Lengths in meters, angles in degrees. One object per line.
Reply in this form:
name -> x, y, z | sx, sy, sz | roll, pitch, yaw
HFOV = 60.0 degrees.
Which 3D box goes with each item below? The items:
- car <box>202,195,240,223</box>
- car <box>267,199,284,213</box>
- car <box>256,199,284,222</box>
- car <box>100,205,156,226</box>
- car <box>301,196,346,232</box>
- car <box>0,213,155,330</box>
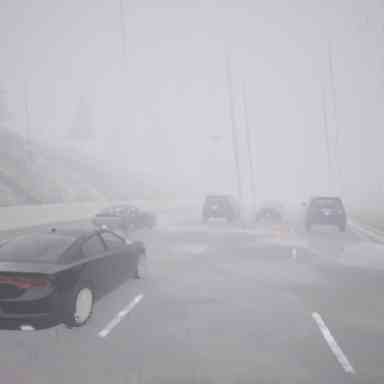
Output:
car -> 2.355, 1.225, 25.921 | 2.150, 2.045, 5.566 | 0, 0, 16
car -> 10.073, 1.585, 40.114 | 1.812, 1.442, 4.674 | 0, 0, 16
car -> 6.241, 1.562, 26.745 | 1.812, 1.442, 4.674 | 0, 0, 16
car -> -3.514, 1.451, 18.037 | 2.128, 1.511, 4.902 | 0, 0, 16
car -> 8.248, 1.277, 21.072 | 2.150, 2.045, 5.566 | 0, 0, 16
car -> -2.461, 1.452, 7.065 | 1.882, 1.535, 5.008 | 0, 0, 10
